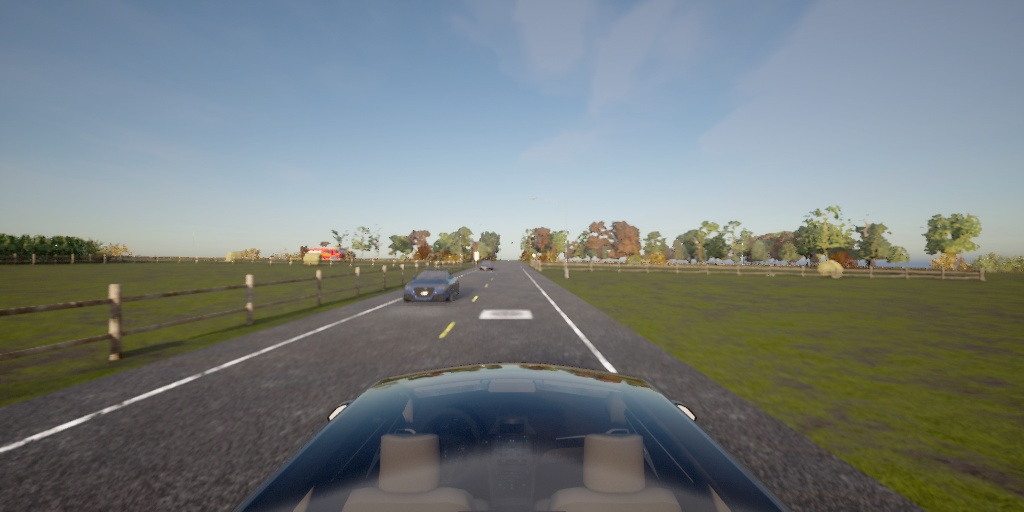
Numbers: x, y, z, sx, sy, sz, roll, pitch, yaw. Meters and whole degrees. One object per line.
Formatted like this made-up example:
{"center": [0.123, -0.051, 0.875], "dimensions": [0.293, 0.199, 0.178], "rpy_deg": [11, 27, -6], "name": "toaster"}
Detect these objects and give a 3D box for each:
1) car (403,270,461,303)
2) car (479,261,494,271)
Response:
{"center": [-3.595, 1.337, 16.684], "dimensions": [1.994, 1.385, 4.181], "rpy_deg": [0, 0, 0], "name": "car"}
{"center": [-3.550, 1.380, 50.634], "dimensions": [2.033, 1.411, 5.357], "rpy_deg": [0, 0, 1], "name": "car"}
